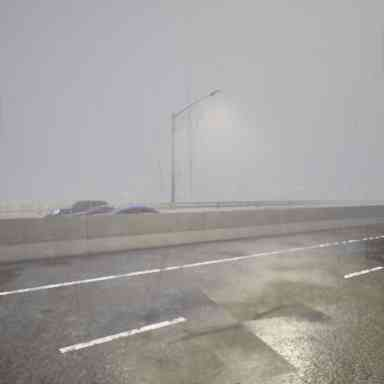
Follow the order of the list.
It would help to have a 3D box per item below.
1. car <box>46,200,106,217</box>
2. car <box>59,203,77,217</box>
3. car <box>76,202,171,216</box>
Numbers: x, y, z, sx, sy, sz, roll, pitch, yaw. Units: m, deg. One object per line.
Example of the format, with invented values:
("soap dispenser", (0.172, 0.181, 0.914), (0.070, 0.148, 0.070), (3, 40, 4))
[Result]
("car", (-7.993, 1.364, 23.953), (4.553, 1.767, 2.097), (0, 0, -35))
("car", (-5.845, 1.581, 21.180), (4.181, 1.385, 1.994), (0, 0, -35))
("car", (-3.512, 1.501, 18.542), (5.008, 1.535, 1.882), (1, 0, -35))
